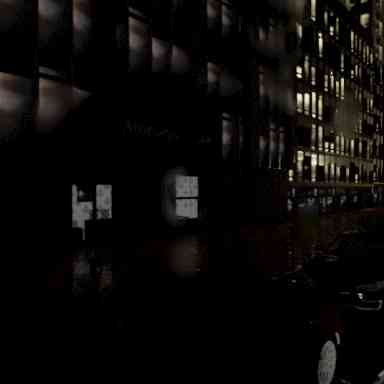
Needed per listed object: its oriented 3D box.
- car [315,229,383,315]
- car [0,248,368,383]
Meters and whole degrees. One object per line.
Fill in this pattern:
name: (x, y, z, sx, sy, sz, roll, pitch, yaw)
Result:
car: (3.974, 1.550, 7.423, 2.008, 1.369, 4.403, -1, 0, 44)
car: (-0.004, 1.543, 3.363, 1.887, 1.381, 4.507, -1, 0, 44)
